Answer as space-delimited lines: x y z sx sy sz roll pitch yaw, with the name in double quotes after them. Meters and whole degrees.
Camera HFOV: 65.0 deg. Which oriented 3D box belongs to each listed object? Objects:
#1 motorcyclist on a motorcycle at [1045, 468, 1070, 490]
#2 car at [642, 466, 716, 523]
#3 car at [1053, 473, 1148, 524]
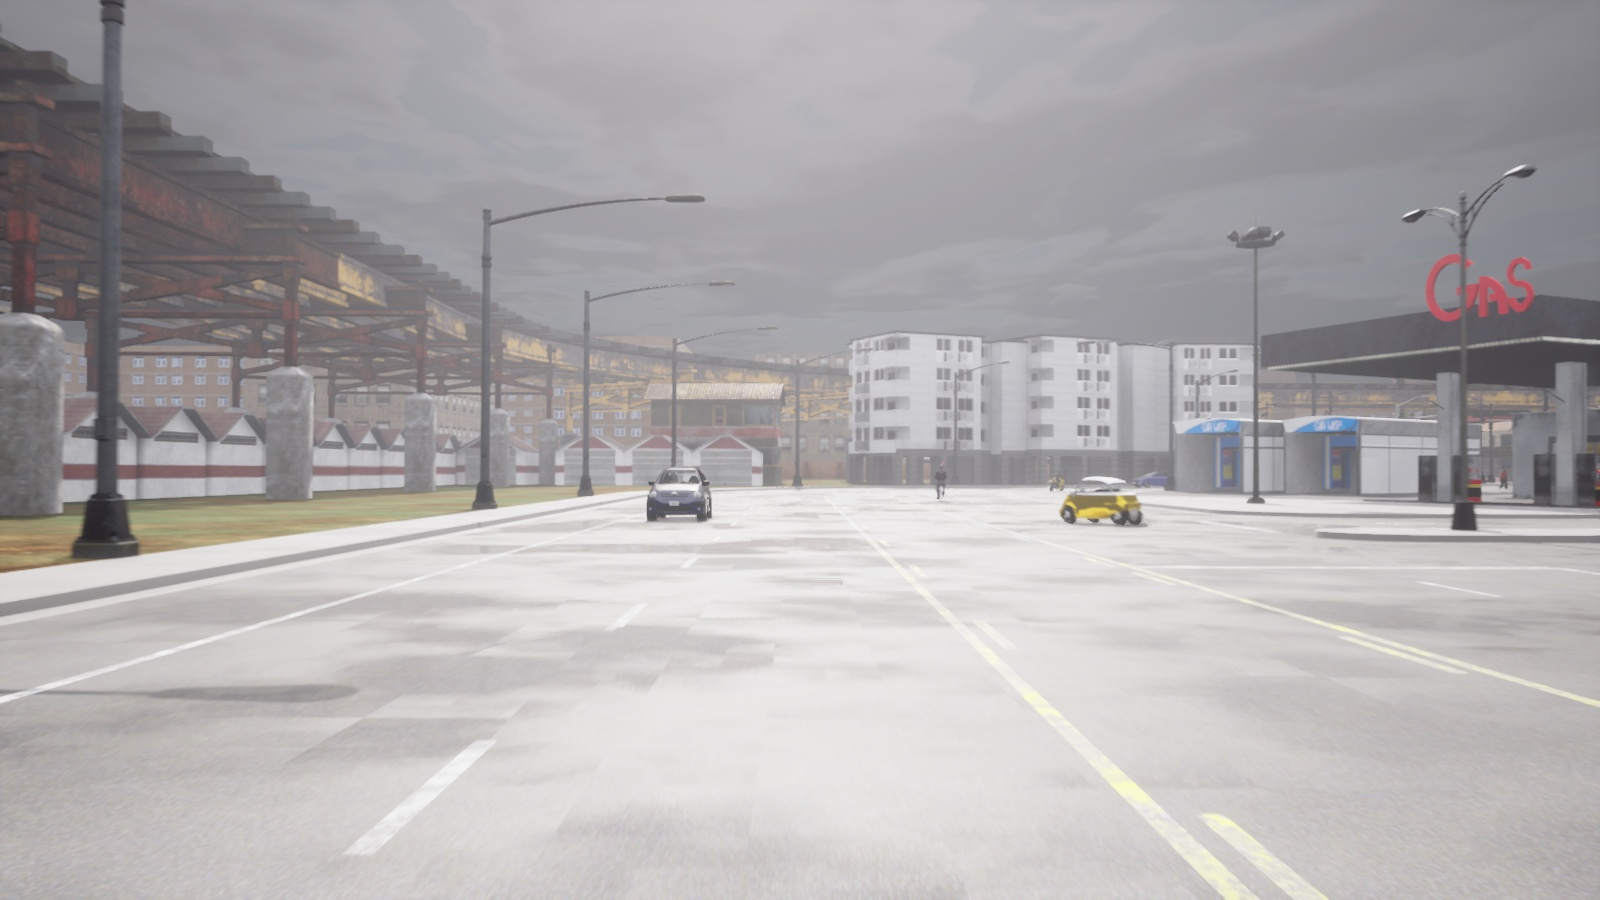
18.591 2.091 90.658 0.797 1.523 2.044 0 -1 42 "motorcyclist on a motorcycle"
-3.614 1.304 38.123 1.851 1.617 3.988 0 -1 0 "car"
8.709 1.385 36.418 1.481 1.376 2.207 -1 0 -41 "car"
